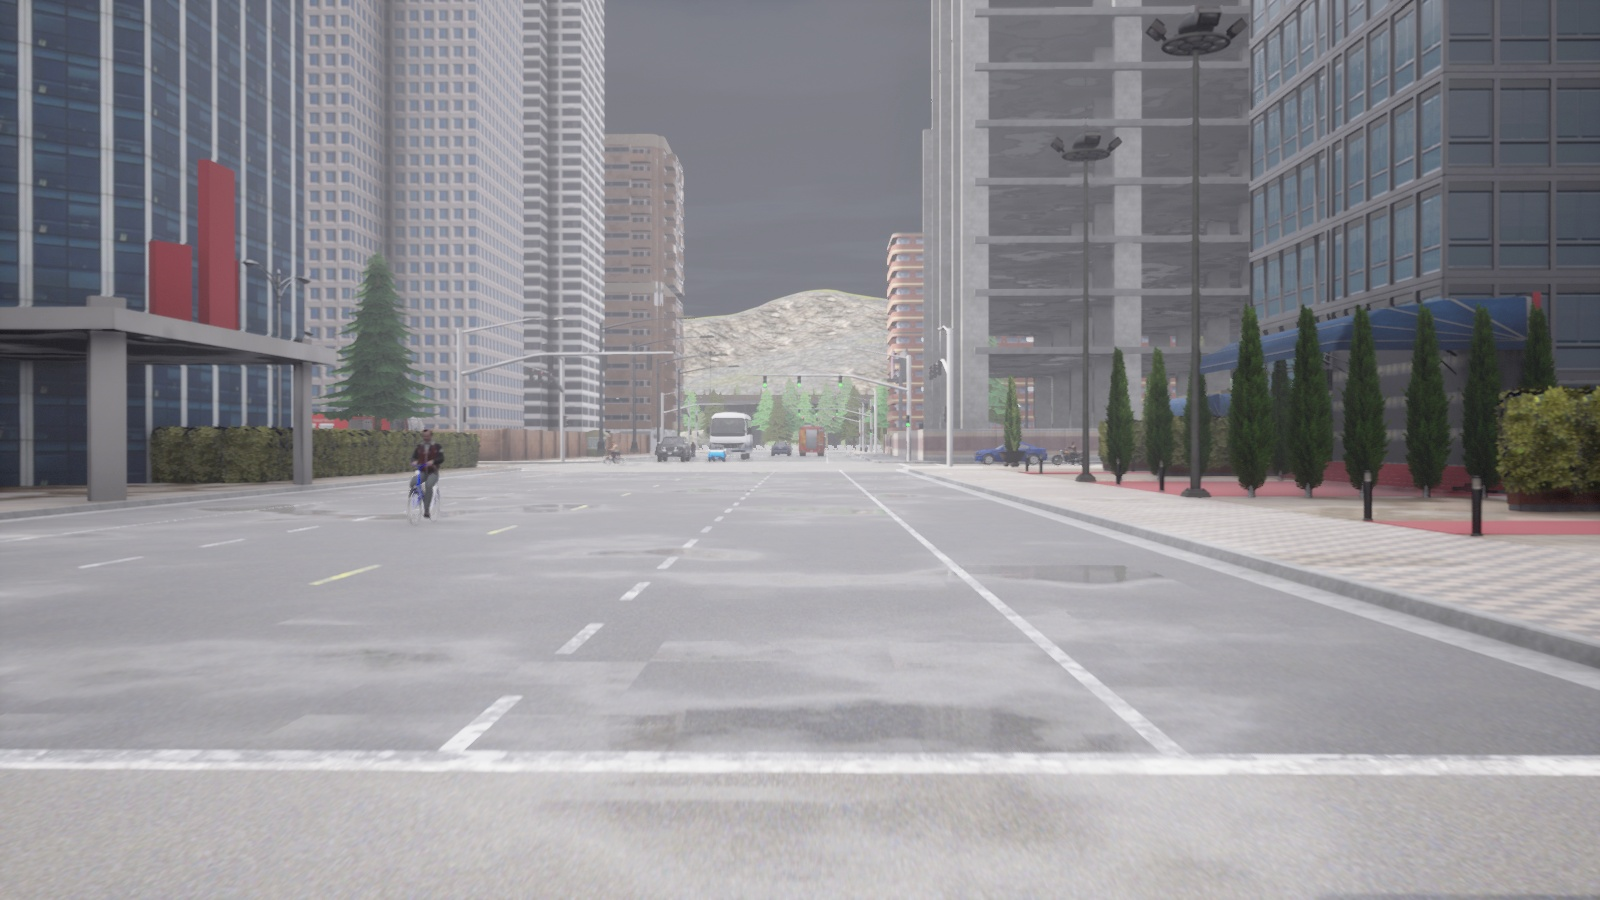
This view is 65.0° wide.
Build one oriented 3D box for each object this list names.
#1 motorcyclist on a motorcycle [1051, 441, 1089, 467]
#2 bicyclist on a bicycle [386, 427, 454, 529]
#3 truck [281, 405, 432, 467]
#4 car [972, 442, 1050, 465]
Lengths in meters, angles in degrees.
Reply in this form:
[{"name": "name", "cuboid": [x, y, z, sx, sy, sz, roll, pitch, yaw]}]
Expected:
[{"name": "motorcyclist on a motorcycle", "cuboid": [17.687, 0.248, 82.248, 2.350, 1.649, 0.766, 0, 0, 1]}, {"name": "bicyclist on a bicycle", "cuboid": [-6.854, 0.483, 22.733, 0.659, 1.776, 1.843, 0, 0, 0]}, {"name": "truck", "cuboid": [-27.929, -0.888, 79.300, 8.468, 3.827, 2.891, 0, 0, 1]}, {"name": "car", "cuboid": [14.395, 0.252, 85.789, 5.008, 1.535, 1.882, 0, 0, 1]}]
